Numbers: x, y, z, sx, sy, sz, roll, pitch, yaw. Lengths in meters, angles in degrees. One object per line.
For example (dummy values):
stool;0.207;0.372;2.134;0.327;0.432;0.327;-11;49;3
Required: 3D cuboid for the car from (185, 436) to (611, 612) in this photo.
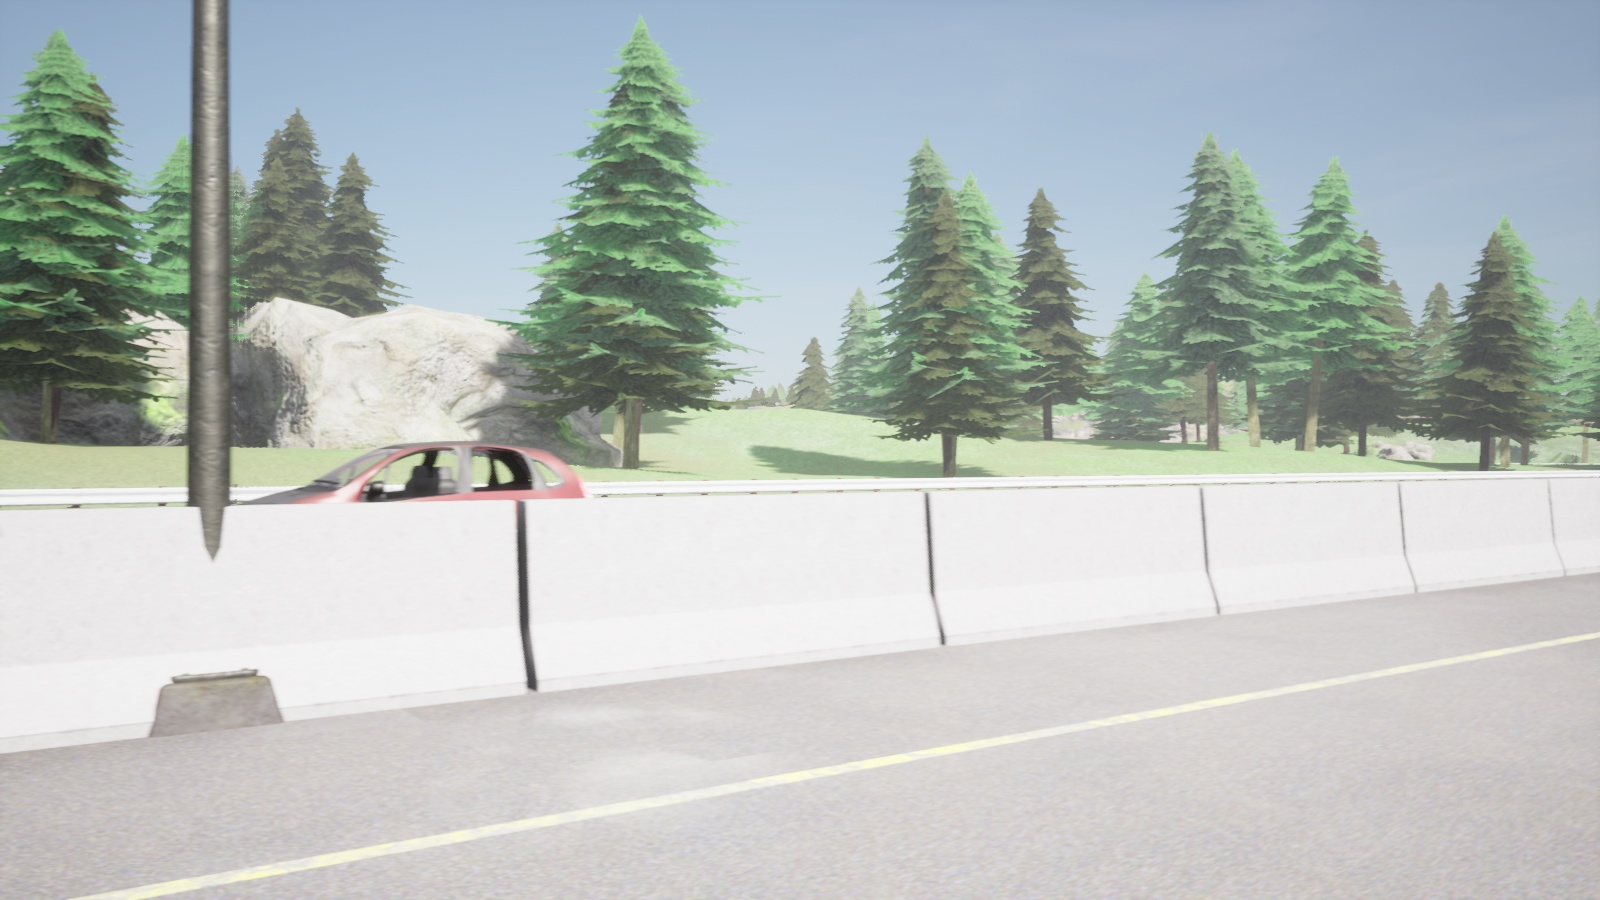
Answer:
car;-4.256;0.685;13.490;3.988;1.617;1.851;0;0;-35
